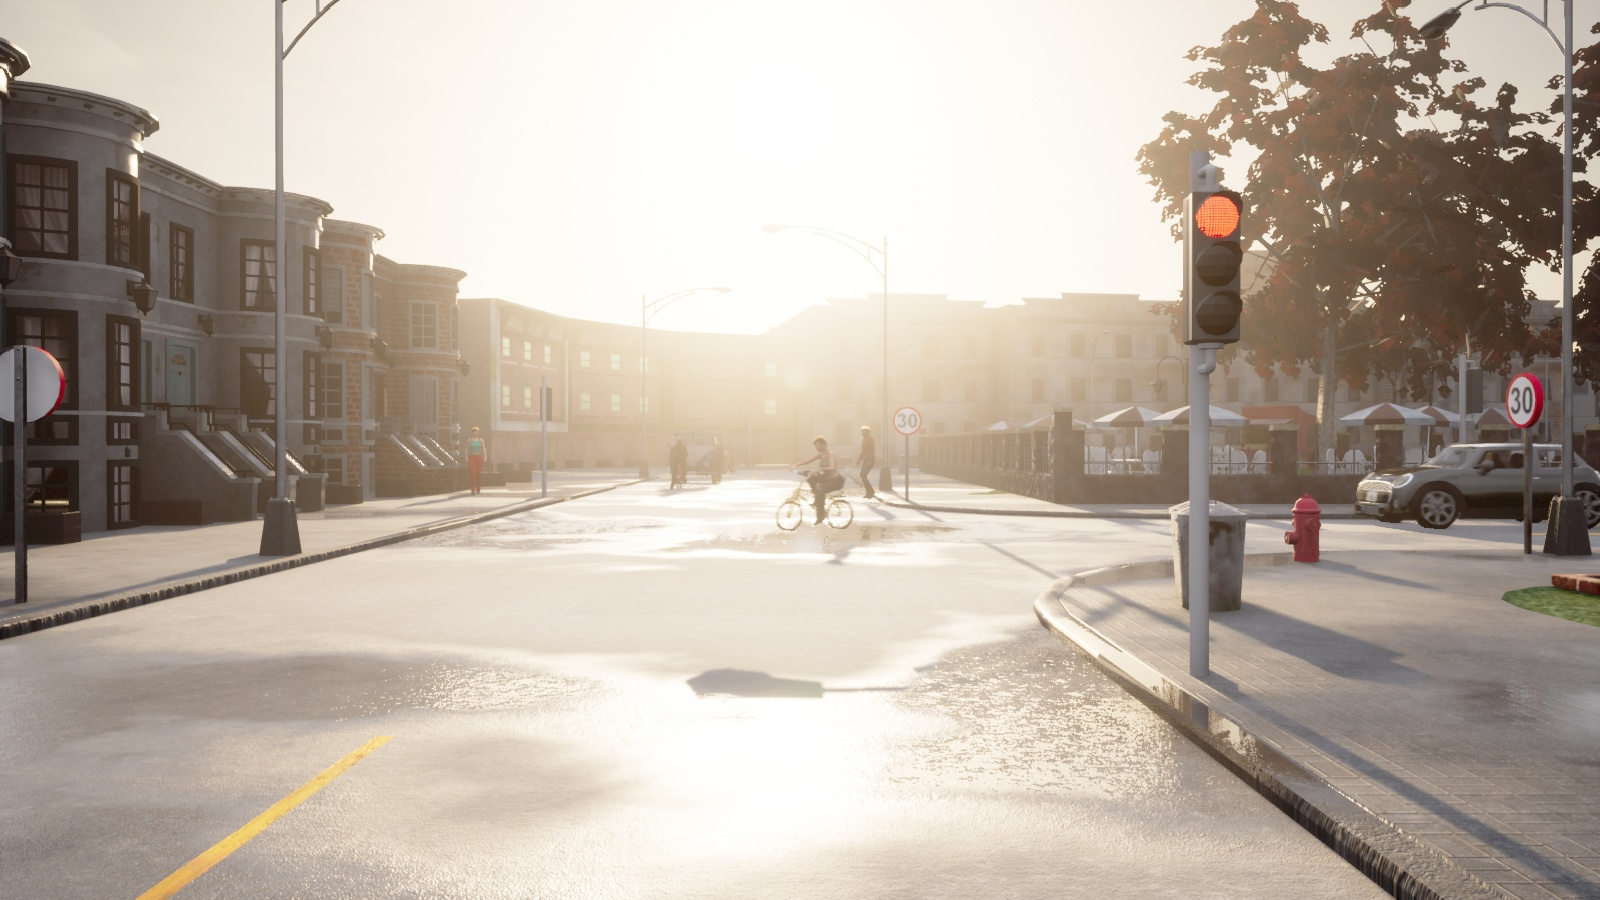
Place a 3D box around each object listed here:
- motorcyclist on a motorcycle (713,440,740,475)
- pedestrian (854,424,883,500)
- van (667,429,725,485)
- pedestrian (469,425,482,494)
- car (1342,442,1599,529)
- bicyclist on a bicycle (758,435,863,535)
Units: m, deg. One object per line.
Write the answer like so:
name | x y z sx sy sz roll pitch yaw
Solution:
motorcyclist on a motorcycle | -3.589 0.346 61.846 0.766 1.649 2.350 1 1 10
pedestrian | 1.685 0.286 30.955 0.636 1.846 0.331 0 0 -20
van | -3.846 0.230 47.095 1.775 1.987 4.442 0 0 0
pedestrian | -8.705 0.259 33.684 0.345 1.836 0.594 0 0 -15
car | 11.953 0.596 22.314 3.806 1.475 1.970 0 0 0
bicyclist on a bicycle | 0.173 0.563 21.229 1.509 1.612 0.866 0 3 -27
